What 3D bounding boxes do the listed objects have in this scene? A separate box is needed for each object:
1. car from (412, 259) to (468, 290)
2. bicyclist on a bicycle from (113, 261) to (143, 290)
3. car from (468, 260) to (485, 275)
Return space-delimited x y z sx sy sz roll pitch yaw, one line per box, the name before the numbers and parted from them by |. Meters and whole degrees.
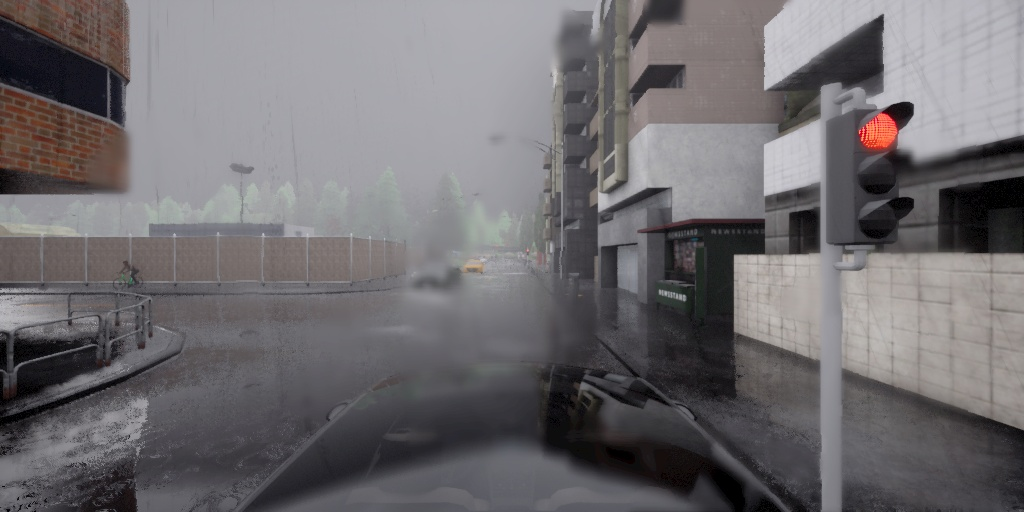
car | -4.461 1.102 22.189 2.097 1.767 4.553 0 0 6
bicyclist on a bicycle | -22.184 1.099 20.738 0.582 1.620 1.656 0 0 0
car | -4.112 1.227 39.849 1.882 1.535 5.008 0 0 0
